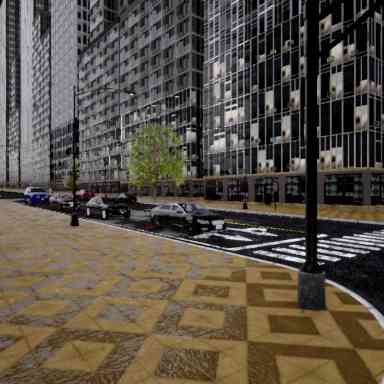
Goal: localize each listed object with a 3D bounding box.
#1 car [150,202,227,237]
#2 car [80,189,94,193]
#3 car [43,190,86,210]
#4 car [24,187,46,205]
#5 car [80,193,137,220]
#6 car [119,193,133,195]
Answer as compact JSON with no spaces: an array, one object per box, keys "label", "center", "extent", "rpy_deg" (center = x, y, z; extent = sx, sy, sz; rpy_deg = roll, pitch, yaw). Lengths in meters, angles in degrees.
[{"label":"car","center":[-0.301,1.257,16.751],"extent":[2.128,1.511,4.902],"rpy_deg":[0,1,-38]},{"label":"car","center":[-17.769,0.352,55.185],"extent":[2.097,1.767,4.553],"rpy_deg":[0,1,-39]},{"label":"car","center":[-12.378,0.899,32.143],"extent":[2.128,1.511,4.902],"rpy_deg":[0,1,-38]},{"label":"car","center":[-18.895,0.433,40.549],"extent":[2.150,2.045,5.566],"rpy_deg":[0,1,-38]},{"label":"car","center":[-6.143,1.097,24.184],"extent":[1.837,1.490,4.892],"rpy_deg":[0,1,-38]},{"label":"car","center":[-8.881,0.792,43.790],"extent":[1.812,1.442,4.674],"rpy_deg":[0,1,-39]}]
